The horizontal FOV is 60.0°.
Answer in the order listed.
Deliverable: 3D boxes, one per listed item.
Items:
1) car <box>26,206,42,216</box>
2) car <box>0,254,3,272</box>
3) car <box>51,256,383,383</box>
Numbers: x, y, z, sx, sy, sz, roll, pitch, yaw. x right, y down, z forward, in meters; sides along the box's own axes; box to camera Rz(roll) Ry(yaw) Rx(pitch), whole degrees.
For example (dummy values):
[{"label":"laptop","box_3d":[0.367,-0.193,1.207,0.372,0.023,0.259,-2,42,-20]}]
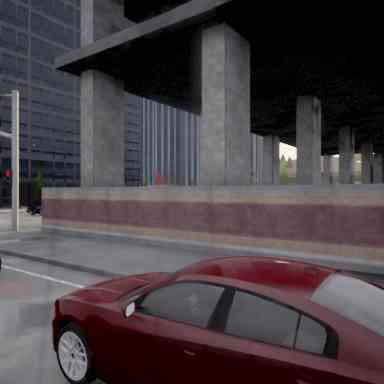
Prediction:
[{"label":"car","box_3d":[-14.083,1.655,33.517,1.895,1.301,4.718,0,0,36]},{"label":"car","box_3d":[-6.887,1.564,8.850,4.181,1.385,1.994,0,0,36]},{"label":"car","box_3d":[0.460,1.478,3.662,5.008,1.535,1.882,0,0,35]}]
